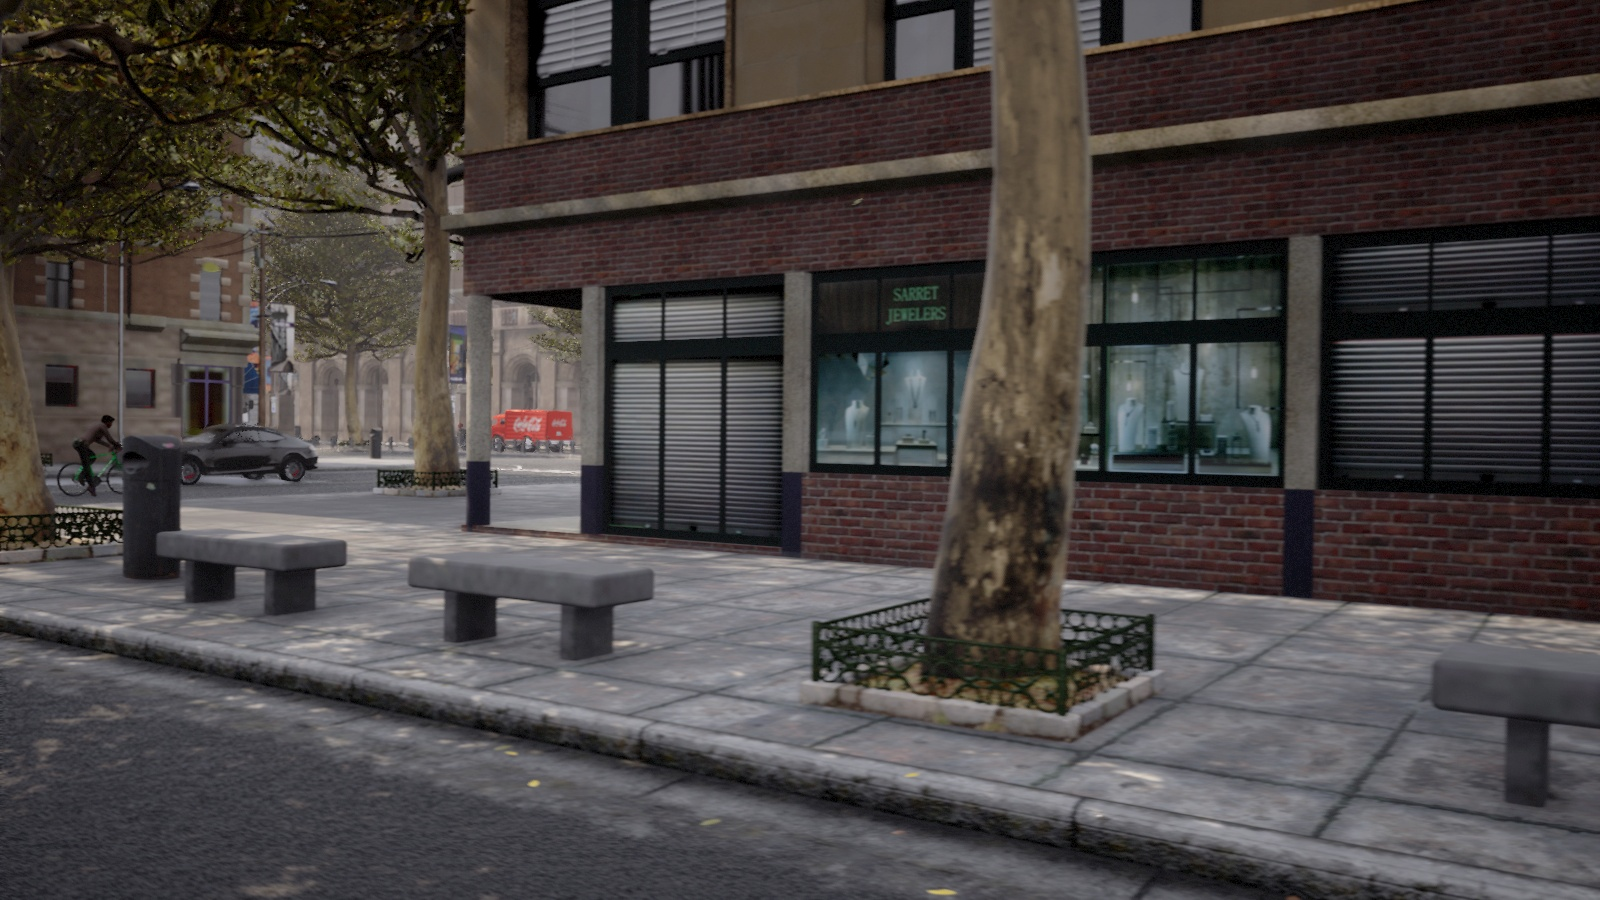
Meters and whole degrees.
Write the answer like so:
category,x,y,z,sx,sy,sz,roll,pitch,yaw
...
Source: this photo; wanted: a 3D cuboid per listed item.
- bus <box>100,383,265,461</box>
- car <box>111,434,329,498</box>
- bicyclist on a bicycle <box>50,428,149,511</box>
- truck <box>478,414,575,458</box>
category,x,y,z,sx,sy,sz,roll,pitch,yaw
bus,-36.056,-1.597,73.155,10.273,4.253,3.944,0,1,34
car,-14.310,0.345,31.257,1.812,1.442,4.674,0,1,33
bicyclist on a bicycle,-14.036,0.366,25.198,0.582,1.620,1.656,0,1,33
truck,-16.028,-0.828,73.612,5.204,2.467,2.627,0,1,33
